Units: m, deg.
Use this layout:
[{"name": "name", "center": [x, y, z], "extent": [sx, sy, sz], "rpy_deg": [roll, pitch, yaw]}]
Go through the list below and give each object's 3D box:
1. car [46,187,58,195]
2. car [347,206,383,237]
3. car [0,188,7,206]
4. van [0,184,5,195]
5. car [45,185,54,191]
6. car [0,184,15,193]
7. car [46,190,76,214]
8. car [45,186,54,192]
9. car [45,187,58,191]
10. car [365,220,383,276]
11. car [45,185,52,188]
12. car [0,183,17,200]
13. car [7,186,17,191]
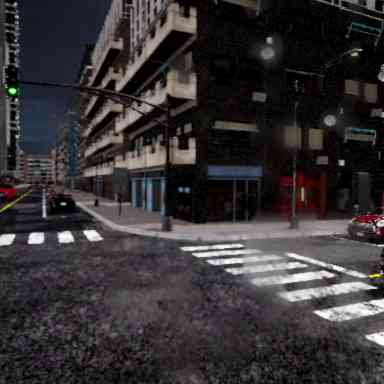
[{"name": "car", "center": [-25.154, -0.226, 59.571], "extent": [1.887, 1.381, 4.507], "rpy_deg": [-1, 2, -24]}, {"name": "car", "center": [9.142, 1.335, 15.277], "extent": [4.097, 1.590, 1.967], "rpy_deg": [1, 0, -25]}, {"name": "car", "center": [-18.045, 0.612, 29.369], "extent": [2.033, 1.411, 5.357], "rpy_deg": [0, 2, -24]}, {"name": "van", "center": [-32.811, -0.377, 56.162], "extent": [1.690, 1.788, 3.998], "rpy_deg": [-1, 2, -24]}, {"name": "car", "center": [-36.637, -1.067, 85.393], "extent": [1.967, 1.590, 4.097], "rpy_deg": [-1, 2, -24]}, {"name": "car", "center": [-39.701, -0.845, 71.656], "extent": [2.192, 1.841, 5.009], "rpy_deg": [-1, 2, -24]}, {"name": "car", "center": [-9.623, 0.799, 24.644], "extent": [1.947, 1.339, 4.313], "rpy_deg": [-1, 2, -24]}, {"name": "car", "center": [-34.340, -0.794, 80.231], "extent": [1.947, 1.339, 4.313], "rpy_deg": [-1, 2, -24]}, {"name": "car", "center": [-13.672, 0.515, 33.748], "extent": [1.887, 1.381, 4.507], "rpy_deg": [-1, 2, -24]}, {"name": "car", "center": [6.641, 1.510, 7.857], "extent": [4.892, 1.490, 1.837], "rpy_deg": [1, 1, -25]}, {"name": "car", "center": [-20.561, 0.076, 49.242], "extent": [2.008, 1.369, 4.403], "rpy_deg": [-1, 2, -24]}, {"name": "car", "center": [-23.848, -0.101, 42.486], "extent": [2.150, 2.045, 5.566], "rpy_deg": [0, 3, -23]}, {"name": "car", "center": [-44.295, -0.889, 81.993], "extent": [1.947, 1.339, 4.313], "rpy_deg": [-1, 2, -24]}]
